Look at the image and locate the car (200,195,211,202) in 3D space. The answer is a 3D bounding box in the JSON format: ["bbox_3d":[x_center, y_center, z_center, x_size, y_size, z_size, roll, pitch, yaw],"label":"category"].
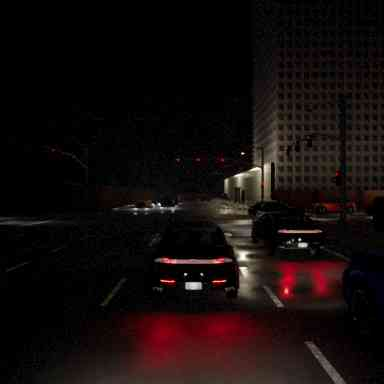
[{"bbox_3d":[3.404,1.524,78.788,1.812,1.442,4.674,0,0,0],"label":"car"}]

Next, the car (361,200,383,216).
[{"bbox_3d":[19.374,1.533,32.239,5.008,1.535,1.882,0,0,0],"label":"car"}]

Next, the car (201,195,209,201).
[{"bbox_3d":[3.391,1.500,89.093,1.837,1.490,4.892,0,0,0],"label":"car"}]

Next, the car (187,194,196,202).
[{"bbox_3d":[-0.096,1.347,78.741,2.097,1.767,4.553,0,0,0],"label":"car"}]

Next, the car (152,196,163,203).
[{"bbox_3d":[-7.085,1.601,68.729,1.895,1.301,4.718,0,0,0],"label":"car"}]

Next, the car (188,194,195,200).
[{"bbox_3d":[-0.109,1.328,88.994,1.837,1.490,4.892,0,0,0],"label":"car"}]

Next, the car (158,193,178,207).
[{"bbox_3d":[-3.649,1.352,51.359,2.097,1.767,4.553,0,0,0],"label":"car"}]

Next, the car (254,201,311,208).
[{"bbox_3d":[7.223,1.547,28.500,4.892,1.490,1.837,0,0,0],"label":"car"}]

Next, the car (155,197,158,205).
[{"bbox_3d":[-7.151,1.478,58.566,1.882,1.535,5.008,0,0,0],"label":"car"}]

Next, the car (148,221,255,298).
[{"bbox_3d":[0.046,1.492,8.470,2.128,1.511,4.902,0,0,0],"label":"car"}]

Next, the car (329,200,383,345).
[{"bbox_3d":[3.596,1.221,3.242,2.150,2.045,5.566,0,0,0],"label":"car"}]

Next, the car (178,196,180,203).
[{"bbox_3d":[-3.637,1.221,60.948,2.150,2.045,5.566,0,0,0],"label":"car"}]

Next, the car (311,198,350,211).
[{"bbox_3d":[14.989,1.407,35.726,4.553,1.767,2.097,0,0,0],"label":"car"}]

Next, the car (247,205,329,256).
[{"bbox_3d":[3.565,1.492,13.088,2.128,1.511,4.902,0,0,0],"label":"car"}]

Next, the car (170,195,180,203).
[{"bbox_3d":[-3.587,1.478,71.097,1.882,1.535,5.008,0,0,0],"label":"car"}]

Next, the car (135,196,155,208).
[{"bbox_3d":[-7.151,1.478,49.244,1.882,1.535,5.008,0,0,0],"label":"car"}]
